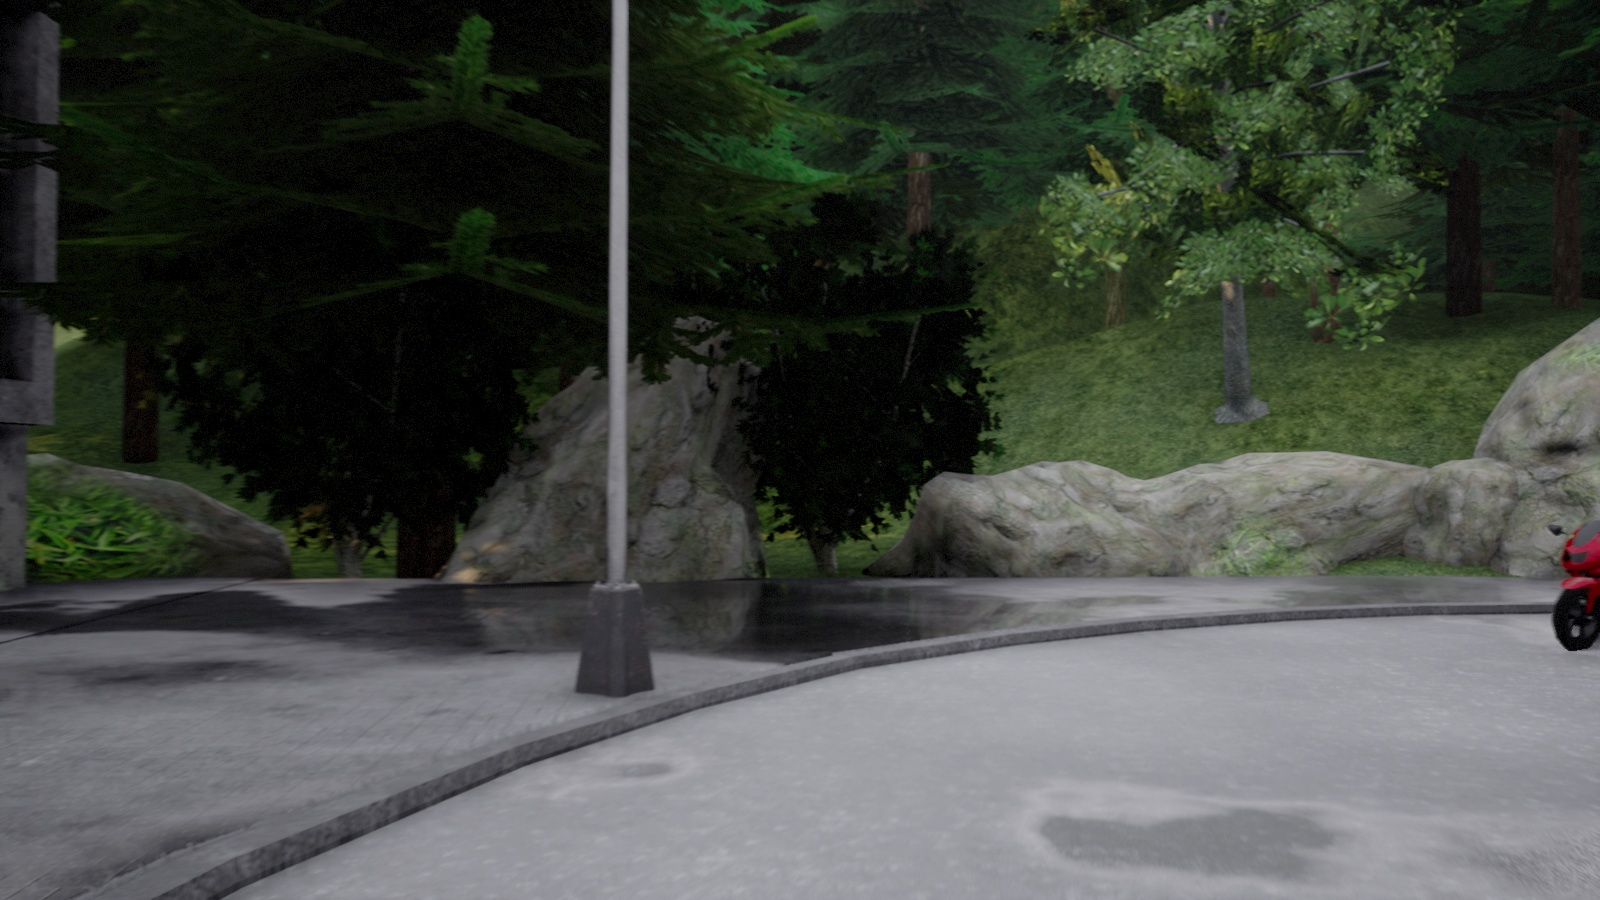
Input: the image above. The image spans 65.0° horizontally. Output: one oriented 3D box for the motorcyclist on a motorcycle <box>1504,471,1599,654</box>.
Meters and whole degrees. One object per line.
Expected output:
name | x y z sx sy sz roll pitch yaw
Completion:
motorcyclist on a motorcycle | 7.461 0.962 11.294 2.044 1.523 0.797 0 0 -19
